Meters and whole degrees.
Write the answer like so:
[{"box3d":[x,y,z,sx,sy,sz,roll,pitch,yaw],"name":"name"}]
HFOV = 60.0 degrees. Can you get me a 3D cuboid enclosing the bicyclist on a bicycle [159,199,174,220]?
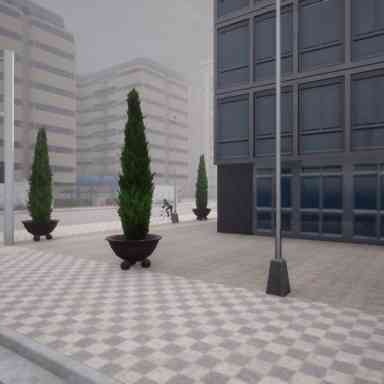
[{"box3d":[-1.975,1.356,25.864,1.656,1.620,0.582,0,0,35],"name":"bicyclist on a bicycle"}]
